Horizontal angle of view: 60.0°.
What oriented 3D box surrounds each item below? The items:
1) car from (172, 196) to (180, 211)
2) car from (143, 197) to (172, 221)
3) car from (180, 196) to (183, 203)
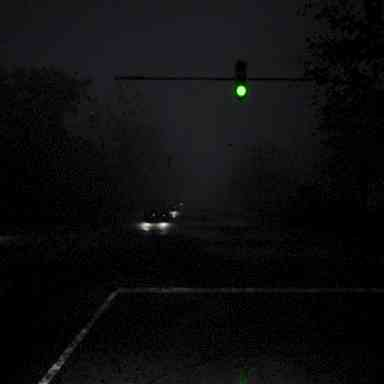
[{"bbox_3d":[-3.421,1.809,50.718,2.150,2.045,5.566,0,0,0],"label":"car"},{"bbox_3d":[-3.487,1.769,33.062,2.150,2.045,5.566,0,-1,0],"label":"car"},{"bbox_3d":[-3.101,1.744,76.392,1.837,1.490,4.892,0,0,1],"label":"car"}]
